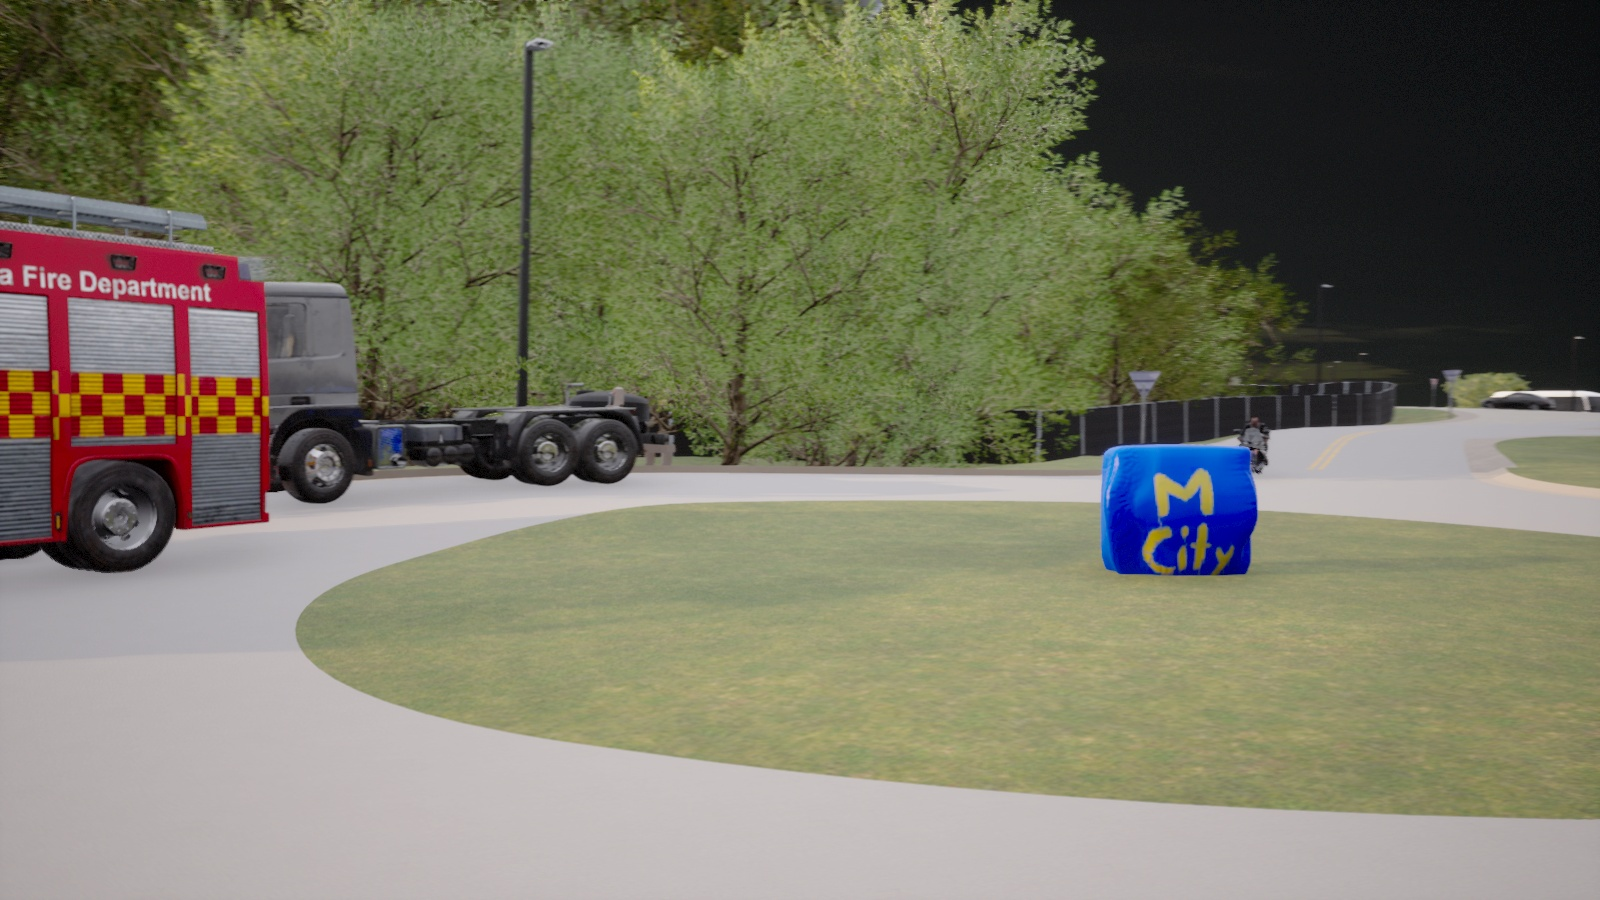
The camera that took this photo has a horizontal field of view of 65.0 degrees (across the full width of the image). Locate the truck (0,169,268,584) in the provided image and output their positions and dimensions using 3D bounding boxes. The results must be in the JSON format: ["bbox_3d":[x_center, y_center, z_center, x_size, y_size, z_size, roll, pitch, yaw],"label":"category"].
[{"bbox_3d":[-9.325,-0.683,11.125,2.891,3.827,8.468,2,3,30],"label":"truck"}]

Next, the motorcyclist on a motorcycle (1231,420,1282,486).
[{"bbox_3d":[11.374,0.036,31.235,0.866,1.530,2.191,2,3,28],"label":"motorcyclist on a motorcycle"}]

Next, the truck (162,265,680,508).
[{"bbox_3d":[-6.194,-1.116,21.510,7.936,3.462,2.891,-3,4,-39],"label":"truck"}]
